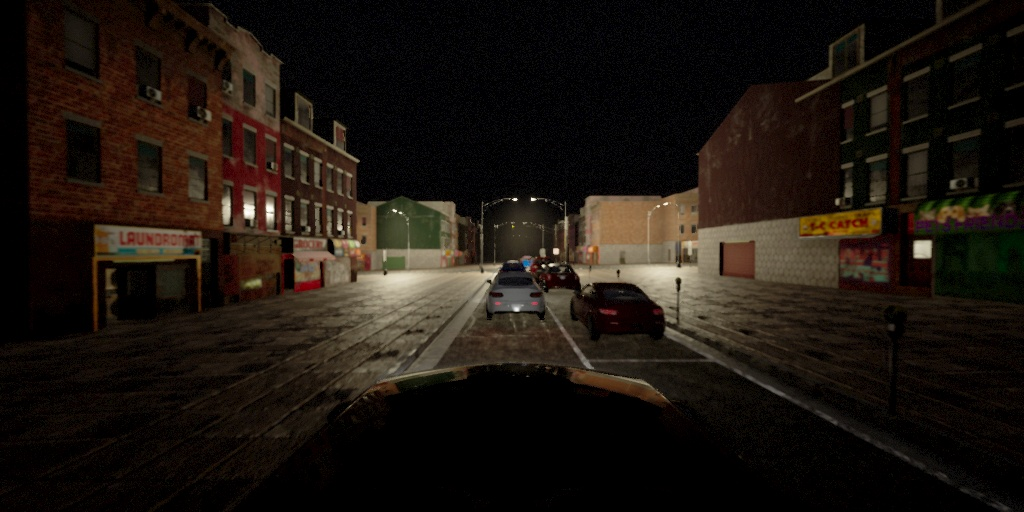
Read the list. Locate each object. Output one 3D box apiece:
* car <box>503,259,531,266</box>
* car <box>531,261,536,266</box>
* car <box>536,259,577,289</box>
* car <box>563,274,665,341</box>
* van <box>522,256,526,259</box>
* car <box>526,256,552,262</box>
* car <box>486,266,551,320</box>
[{"bbox_3d":[0.083,1.183,25.109,1.882,1.535,5.008,0,0,0],"label":"car"},{"bbox_3d":[2.623,1.271,25.795,1.948,1.339,4.313,0,0,0],"label":"car"},{"bbox_3d":[2.626,1.152,20.393,1.967,1.591,4.097,0,0,0],"label":"car"},{"bbox_3d":[2.632,1.314,9.589,1.802,1.307,4.207,0,0,0],"label":"car"},{"bbox_3d":[2.604,1.020,57.559,1.690,1.789,3.998,0,0,0],"label":"van"},{"bbox_3d":[2.620,1.013,31.198,2.192,1.841,5.009,0,0,0],"label":"car"},{"bbox_3d":[0.088,1.252,12.463,1.812,1.442,4.674,0,0,-1],"label":"car"}]
